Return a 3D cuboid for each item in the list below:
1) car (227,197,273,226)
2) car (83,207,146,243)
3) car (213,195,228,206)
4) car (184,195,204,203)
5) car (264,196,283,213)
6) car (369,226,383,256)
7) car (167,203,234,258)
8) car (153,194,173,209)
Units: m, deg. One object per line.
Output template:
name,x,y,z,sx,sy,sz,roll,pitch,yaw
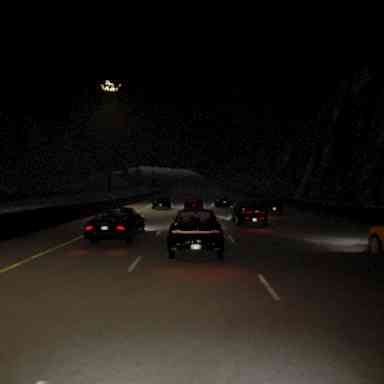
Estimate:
car,3.642,1.304,21.712,1.837,1.490,4.892,0,1,0
car,-3.372,1.419,15.352,2.033,1.411,5.357,0,1,0
car,3.678,1.065,39.626,1.994,1.385,4.181,0,1,0
car,0.167,1.081,34.031,1.882,1.535,5.008,0,1,0
car,7.161,1.161,31.281,1.837,1.490,4.892,0,1,0
car,7.116,1.411,9.644,1.882,1.535,5.008,0,1,0
car,0.122,1.396,12.349,2.128,1.511,4.902,0,1,0
car,-3.326,1.043,37.545,1.837,1.490,4.892,0,1,0
